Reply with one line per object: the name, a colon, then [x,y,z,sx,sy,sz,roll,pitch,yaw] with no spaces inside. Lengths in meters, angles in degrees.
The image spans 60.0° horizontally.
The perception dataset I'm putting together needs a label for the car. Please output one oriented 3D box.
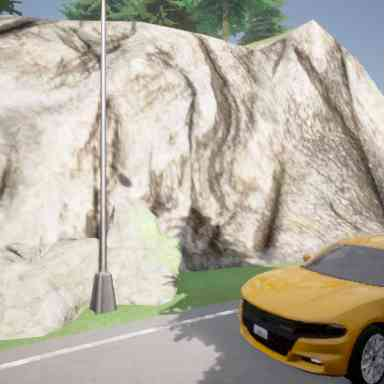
car: [3.060,1.477,5.355,5.008,1.535,1.882,0,0,-28]
